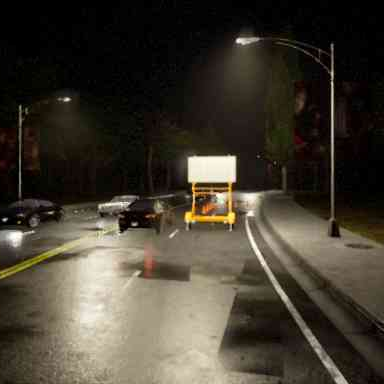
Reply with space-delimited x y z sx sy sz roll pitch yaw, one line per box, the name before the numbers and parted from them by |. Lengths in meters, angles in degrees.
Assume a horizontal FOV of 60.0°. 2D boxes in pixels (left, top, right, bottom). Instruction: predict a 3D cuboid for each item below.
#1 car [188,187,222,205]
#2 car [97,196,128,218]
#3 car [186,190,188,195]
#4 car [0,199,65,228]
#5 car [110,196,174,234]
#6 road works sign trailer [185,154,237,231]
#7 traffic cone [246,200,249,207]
car | 1.420 0.449 34.011 2.128 1.511 4.902 0 2 13
car | -4.569 0.937 22.419 1.895 1.301 4.718 0 2 10
car | 0.344 -0.199 58.518 1.812 1.442 4.674 0 2 14
car | -8.542 1.059 17.618 1.994 1.385 4.181 0 2 8
car | -2.057 1.050 15.743 1.812 1.442 4.674 0 2 7
road works sign trailer | 1.002 -0.050 16.529 2.380 3.560 2.880 0 2 10
traffic cone | 4.855 1.027 29.094 0.340 0.580 0.340 0 2 10
